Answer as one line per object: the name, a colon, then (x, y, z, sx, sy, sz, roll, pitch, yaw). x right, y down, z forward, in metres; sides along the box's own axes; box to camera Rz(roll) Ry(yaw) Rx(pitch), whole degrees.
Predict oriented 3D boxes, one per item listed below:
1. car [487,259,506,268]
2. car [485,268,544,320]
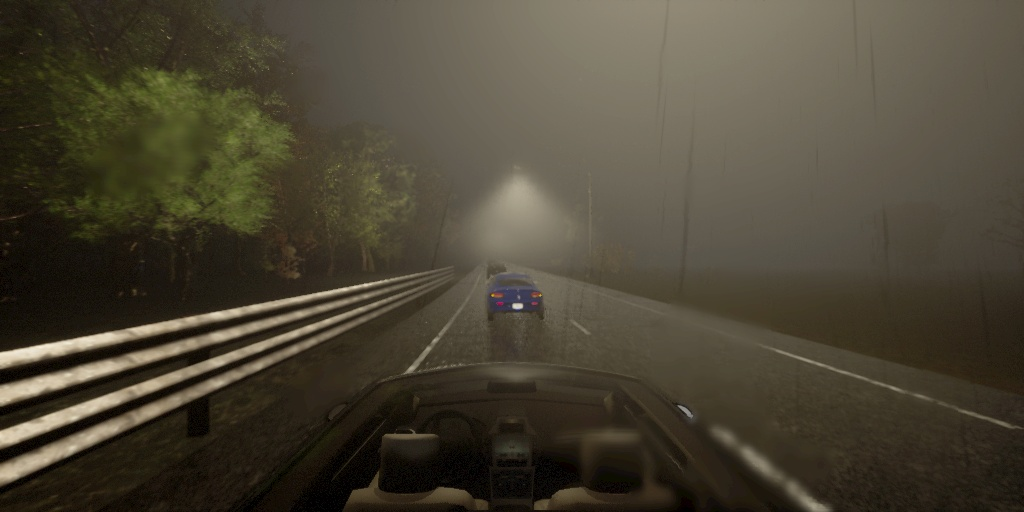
car: (-1.576, 1.362, 36.804, 1.882, 1.535, 5.008, 0, 0, -4)
car: (0.014, 1.315, 12.834, 1.812, 1.442, 4.674, 0, 0, -4)
